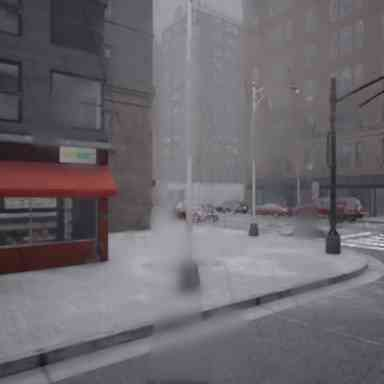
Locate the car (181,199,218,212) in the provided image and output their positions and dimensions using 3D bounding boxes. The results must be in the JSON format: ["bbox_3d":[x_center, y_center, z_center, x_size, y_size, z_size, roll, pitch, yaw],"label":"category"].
[{"bbox_3d":[0.793,1.551,38.783,2.008,1.369,4.403,0,0,-35],"label":"car"}]

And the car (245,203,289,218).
[{"bbox_3d":[7.149,1.592,29.747,1.802,1.307,4.206,0,0,-35],"label":"car"}]

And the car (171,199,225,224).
[{"bbox_3d":[0.190,1.443,24.821,1.967,1.590,4.097,0,0,-35],"label":"car"}]

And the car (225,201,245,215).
[{"bbox_3d":[3.971,1.571,34.264,1.947,1.339,4.313,0,0,-35],"label":"car"}]

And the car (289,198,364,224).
[{"bbox_3d":[10.327,1.330,25.229,2.192,1.841,5.009,0,0,-35],"label":"car"}]

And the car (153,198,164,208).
[{"bbox_3d":[-5.562,1.554,47.819,1.947,1.339,4.313,0,0,-35],"label":"car"}]
